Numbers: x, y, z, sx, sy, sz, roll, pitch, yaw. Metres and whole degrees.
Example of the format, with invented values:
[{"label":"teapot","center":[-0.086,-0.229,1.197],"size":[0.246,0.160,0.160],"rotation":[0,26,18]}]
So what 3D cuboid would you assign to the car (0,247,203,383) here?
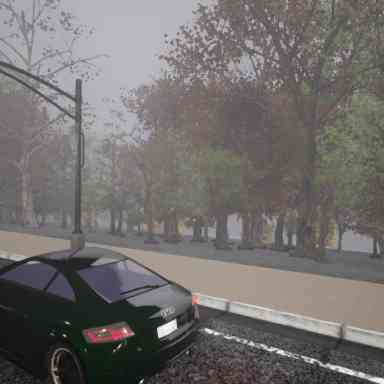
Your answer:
[{"label":"car","center":[-1.915,1.563,5.055],"size":[4.181,1.385,1.994],"rotation":[0,0,36]}]
